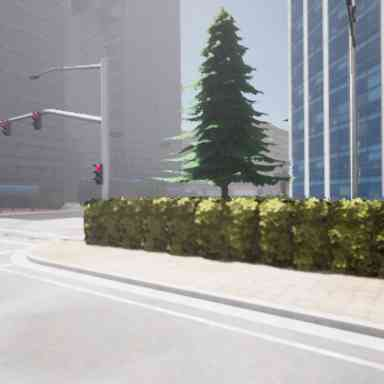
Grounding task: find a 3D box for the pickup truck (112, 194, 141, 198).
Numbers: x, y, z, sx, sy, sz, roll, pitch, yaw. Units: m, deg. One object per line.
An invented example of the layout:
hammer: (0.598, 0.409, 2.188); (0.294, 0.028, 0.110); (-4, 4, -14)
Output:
pickup truck: (-11.530, 1.457, 58.920); (6.274, 2.098, 2.390); (0, 0, -24)
